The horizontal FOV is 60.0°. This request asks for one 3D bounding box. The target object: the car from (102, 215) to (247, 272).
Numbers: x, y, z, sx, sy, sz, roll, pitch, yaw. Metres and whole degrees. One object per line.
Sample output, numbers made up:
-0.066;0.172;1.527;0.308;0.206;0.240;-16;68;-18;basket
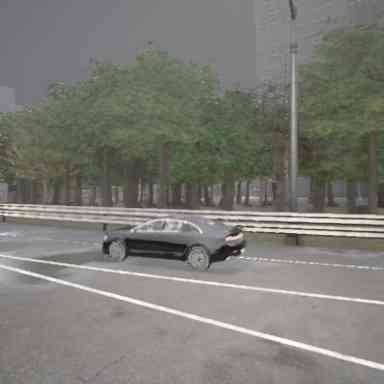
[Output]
-0.685;1.511;10.799;4.902;1.511;2.128;0;0;26;car
